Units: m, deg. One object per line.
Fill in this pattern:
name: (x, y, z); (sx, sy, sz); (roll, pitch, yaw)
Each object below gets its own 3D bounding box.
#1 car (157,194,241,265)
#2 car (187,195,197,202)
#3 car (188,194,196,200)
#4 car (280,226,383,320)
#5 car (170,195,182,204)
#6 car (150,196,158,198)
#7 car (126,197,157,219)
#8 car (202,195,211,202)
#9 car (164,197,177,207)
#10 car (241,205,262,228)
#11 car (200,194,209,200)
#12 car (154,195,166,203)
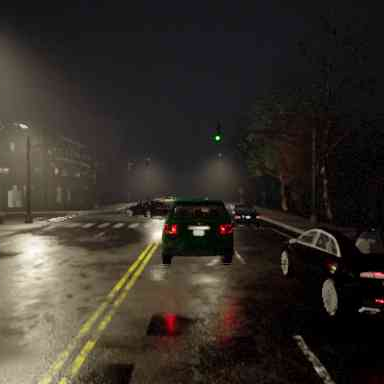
car: (0.111, 1.218, 11.837); (2.150, 2.045, 5.566); (0, 0, -2)
car: (-0.006, 1.491, 77.081); (2.128, 1.511, 4.902); (0, 0, 0)
car: (-0.005, 1.341, 87.500); (2.033, 1.411, 5.357); (0, 0, 0)
car: (3.348, 1.488, 7.303); (2.128, 1.511, 4.902); (0, 0, 0)
car: (-3.260, 1.483, 67.395); (2.128, 1.511, 4.902); (0, 0, 0)
car: (-6.574, 1.511, 52.096); (1.812, 1.442, 4.674); (0, 0, 0)
car: (-3.825, 1.500, 28.777); (1.837, 1.490, 4.892); (3, -2, -42)
car: (3.244, 1.444, 77.082); (1.882, 1.535, 5.008); (0, 0, 0)
car: (-3.323, 1.511, 52.140); (1.812, 1.442, 4.674); (0, 0, 0)
car: (3.349, 1.544, 22.341); (2.033, 1.411, 5.357); (0, 0, 0)
car: (3.245, 1.341, 87.500); (2.033, 1.411, 5.357); (0, 0, 0)
car: (-6.506, 1.457, 67.441); (1.882, 1.535, 5.008); (0, 0, 0)
